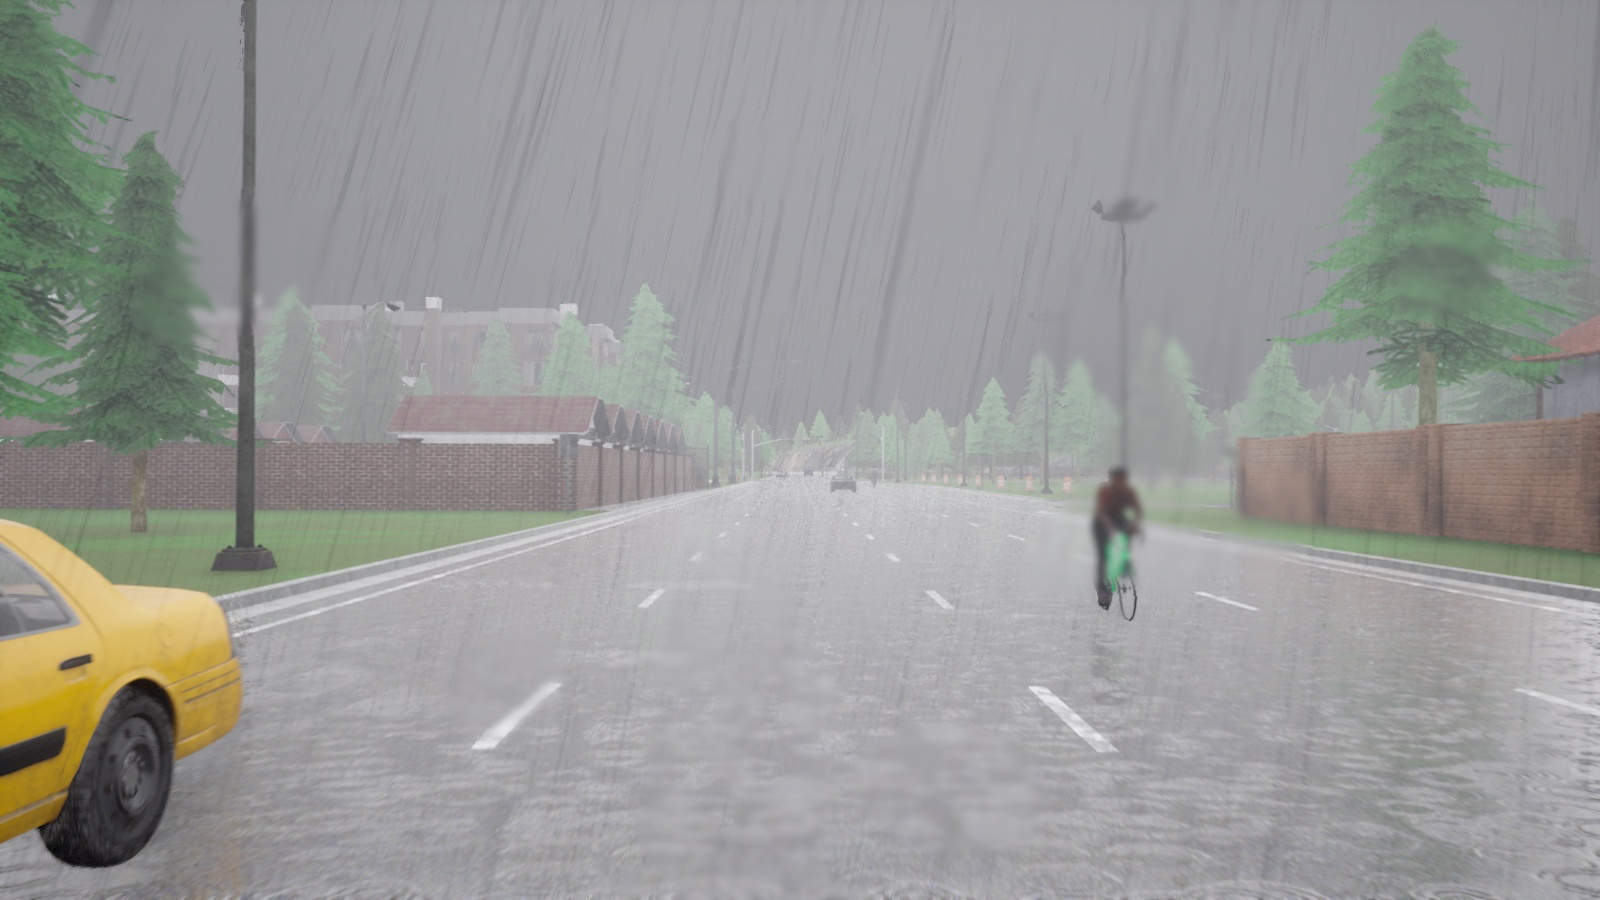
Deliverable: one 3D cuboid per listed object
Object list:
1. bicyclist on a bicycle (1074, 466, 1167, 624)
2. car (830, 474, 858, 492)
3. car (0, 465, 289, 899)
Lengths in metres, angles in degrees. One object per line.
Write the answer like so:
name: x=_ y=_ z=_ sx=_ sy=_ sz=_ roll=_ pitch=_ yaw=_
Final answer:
bicyclist on a bicycle: x=3.466 y=0.983 z=13.706 sx=0.582 sy=1.620 sz=1.656 roll=0 pitch=-1 yaw=0
car: x=3.271 y=2.477 z=94.105 sx=1.895 sy=1.301 sz=4.718 roll=0 pitch=-1 yaw=0
car: x=-3.510 y=0.832 z=3.739 sx=1.801 sy=1.575 sz=5.366 roll=0 pitch=-1 yaw=0
